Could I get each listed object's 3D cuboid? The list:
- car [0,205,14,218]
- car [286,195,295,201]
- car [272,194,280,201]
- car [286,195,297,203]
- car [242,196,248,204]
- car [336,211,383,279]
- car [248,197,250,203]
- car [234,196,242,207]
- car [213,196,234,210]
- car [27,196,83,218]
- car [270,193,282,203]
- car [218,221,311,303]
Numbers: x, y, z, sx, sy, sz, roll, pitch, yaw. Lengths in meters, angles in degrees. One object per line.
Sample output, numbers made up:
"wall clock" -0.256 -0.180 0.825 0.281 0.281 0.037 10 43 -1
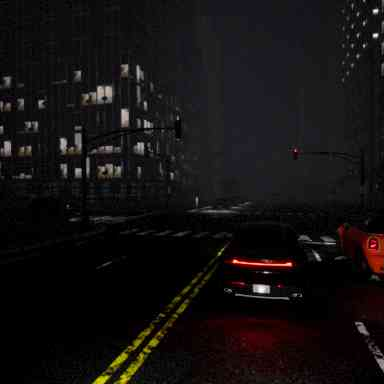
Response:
"car" -16.765 1.434 27.217 4.313 1.339 1.947 1 1 16
"car" 23.489 1.465 79.525 2.033 1.411 5.357 0 0 14
"car" 20.340 1.236 80.335 1.882 1.535 5.008 0 0 14
"car" 20.925 1.464 69.523 2.128 1.511 4.902 0 0 14
"car" 8.551 1.481 60.847 1.812 1.442 4.674 0 0 15
"car" 5.725 1.347 9.958 2.097 1.767 4.553 0 0 14
"car" 11.104 1.496 70.504 1.994 1.385 4.181 0 0 14
"car" 6.215 1.471 51.853 1.837 1.490 4.892 0 0 14
"car" 3.911 1.501 42.875 1.812 1.442 4.674 0 0 14
"car" -11.762 1.216 28.657 4.553 1.767 2.097 1 1 15
"car" 17.757 1.157 70.273 2.150 2.045 5.566 0 0 14
"car" 1.855 1.501 8.356 1.837 1.490 4.892 0 0 14
